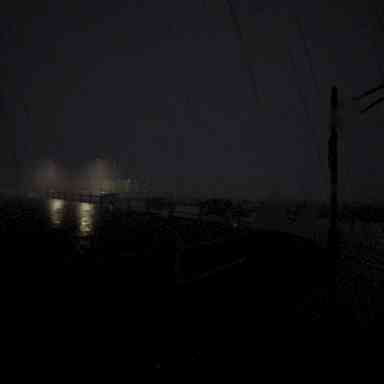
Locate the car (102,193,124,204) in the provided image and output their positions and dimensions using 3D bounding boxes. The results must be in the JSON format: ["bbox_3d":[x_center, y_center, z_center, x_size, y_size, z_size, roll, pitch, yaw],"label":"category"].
[{"bbox_3d":[-10.889,0.865,45.368,1.812,1.442,4.674,1,1,-37],"label":"car"}]

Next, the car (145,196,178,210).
[{"bbox_3d":[-3.206,1.139,34.633,1.994,1.385,4.181,1,1,-36],"label":"car"}]

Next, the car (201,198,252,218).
[{"bbox_3d":[2.620,1.234,26.508,1.882,1.535,5.008,1,1,-36],"label":"car"}]
